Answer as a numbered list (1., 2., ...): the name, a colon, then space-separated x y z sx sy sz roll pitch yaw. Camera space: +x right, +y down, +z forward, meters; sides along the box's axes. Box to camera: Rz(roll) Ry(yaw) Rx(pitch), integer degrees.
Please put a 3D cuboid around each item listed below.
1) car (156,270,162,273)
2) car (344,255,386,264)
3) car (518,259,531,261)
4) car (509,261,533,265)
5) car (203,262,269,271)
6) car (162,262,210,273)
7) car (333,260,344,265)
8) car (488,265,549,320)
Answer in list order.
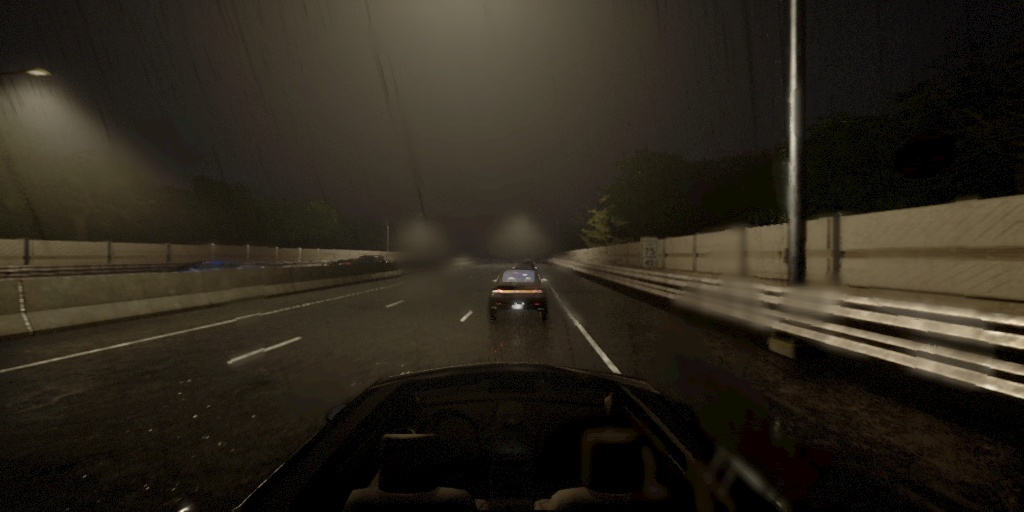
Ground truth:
1. car: -23.678 1.219 26.686 1.837 1.490 4.892 0 0 3
2. car: -16.034 0.939 40.097 2.150 2.045 5.566 0 0 3
3. car: 2.198 1.294 53.454 1.994 1.385 4.181 0 0 3
4. car: 0.976 1.314 27.488 1.994 1.385 4.181 0 0 3
5. car: -16.847 1.288 23.032 1.994 1.385 4.181 0 0 3
6. car: -20.282 1.197 24.467 1.882 1.535 5.008 0 0 3
7. car: -19.350 1.060 43.793 2.097 1.767 4.553 0 0 3
8. car: 0.282 1.246 12.694 2.128 1.511 4.902 0 0 3
